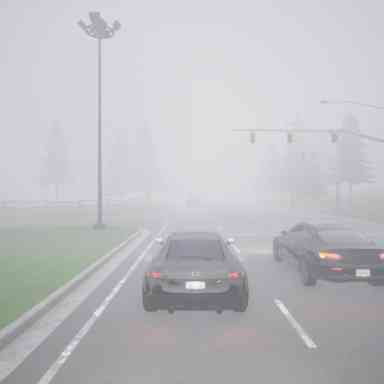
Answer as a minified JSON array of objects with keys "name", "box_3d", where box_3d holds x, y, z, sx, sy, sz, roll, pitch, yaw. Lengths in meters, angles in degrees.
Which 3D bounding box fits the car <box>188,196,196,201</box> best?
[{"name":"car","box_3d":[0.018,1.557,82.196,1.895,1.301,4.718,0,0,0]}]

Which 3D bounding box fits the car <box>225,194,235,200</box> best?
[{"name":"car","box_3d":[10.520,1.338,92.167,2.033,1.411,5.357,0,0,0]}]

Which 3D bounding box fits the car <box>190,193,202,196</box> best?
[{"name":"car","box_3d":[0.429,1.198,66.006,2.150,2.045,5.566,0,0,0]}]

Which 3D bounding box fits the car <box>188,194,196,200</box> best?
[{"name":"car","box_3d":[0.020,1.324,92.170,2.128,1.511,4.902,0,0,0]}]

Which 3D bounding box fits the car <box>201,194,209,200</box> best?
[{"name":"car","box_3d":[3.520,1.324,92.169,2.128,1.511,4.902,0,0,0]}]

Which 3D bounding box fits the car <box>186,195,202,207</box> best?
[{"name":"car","box_3d":[0.011,1.529,51.129,2.033,1.411,5.357,0,0,0]}]

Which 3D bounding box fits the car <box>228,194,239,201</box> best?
[{"name":"car","box_3d":[10.518,1.486,82.164,1.812,1.442,4.674,0,0,0]}]

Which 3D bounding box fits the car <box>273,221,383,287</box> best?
[{"name":"car","box_3d":[3.581,1.522,9.233,1.812,1.442,4.674,0,0,0]}]

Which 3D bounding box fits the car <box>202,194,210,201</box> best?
[{"name":"car","box_3d":[3.518,1.515,82.166,1.994,1.385,4.181,0,0,0]}]

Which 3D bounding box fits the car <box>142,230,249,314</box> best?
[{"name":"car","box_3d":[0.072,1.561,7.687,1.994,1.385,4.181,0,0,0]}]

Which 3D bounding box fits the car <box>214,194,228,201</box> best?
[{"name":"car","box_3d":[7.018,1.486,82.165,1.812,1.442,4.674,0,0,0]}]
